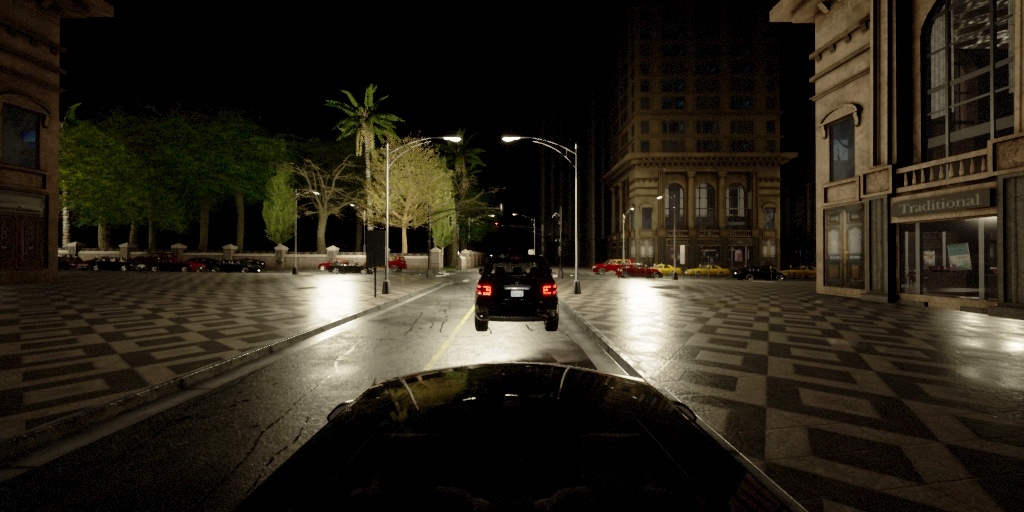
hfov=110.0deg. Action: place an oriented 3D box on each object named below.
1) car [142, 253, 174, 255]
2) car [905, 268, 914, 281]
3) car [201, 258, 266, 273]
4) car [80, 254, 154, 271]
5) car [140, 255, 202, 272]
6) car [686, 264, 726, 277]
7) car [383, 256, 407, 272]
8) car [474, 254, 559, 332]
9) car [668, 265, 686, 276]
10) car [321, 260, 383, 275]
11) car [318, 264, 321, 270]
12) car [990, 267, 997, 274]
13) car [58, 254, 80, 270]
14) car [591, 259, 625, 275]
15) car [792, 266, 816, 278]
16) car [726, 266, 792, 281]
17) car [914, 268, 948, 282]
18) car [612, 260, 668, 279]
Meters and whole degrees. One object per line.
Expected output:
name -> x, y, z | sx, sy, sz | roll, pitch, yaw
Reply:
car -> -42.535, 0.507, 42.313 | 5.009, 1.841, 2.192 | 0, 0, 0
car -> 34.055, 1.802, 33.457 | 4.313, 1.339, 1.948 | 0, 0, 0
car -> -25.989, 0.964, 33.716 | 4.313, 1.339, 1.948 | 0, 0, 0
car -> -37.037, 0.780, 33.764 | 4.403, 1.370, 2.007 | 0, 0, 0
car -> -31.514, 0.859, 33.740 | 4.507, 1.381, 1.888 | 0, 0, 0
car -> 22.833, 1.669, 42.031 | 4.829, 1.417, 1.751 | 0, 0, 0
car -> -14.916, 0.927, 42.194 | 5.009, 1.841, 2.192 | 0, 0, 0
car -> 0.115, 0.973, 11.061 | 2.150, 2.045, 5.566 | 0, 0, 0
car -> 17.293, 1.595, 42.055 | 4.829, 1.417, 1.751 | 0, 0, 0
car -> -14.941, 1.113, 33.669 | 4.403, 1.370, 2.007 | 0, 0, 0
car -> -20.440, 1.076, 42.218 | 4.507, 1.381, 1.888 | 0, 0, 0
car -> 45.137, 1.813, 33.409 | 4.097, 1.591, 1.967 | 0, 0, 0
car -> -42.561, 0.725, 33.788 | 4.207, 1.307, 1.802 | 0, 0, 0
car -> 11.922, 1.310, 42.078 | 5.009, 1.841, 2.192 | 0, 0, 0
car -> 33.914, 1.811, 41.983 | 4.829, 1.417, 1.751 | 0, 0, 0
car -> 22.976, 1.659, 33.505 | 4.313, 1.339, 1.948 | 0, 0, 0
car -> 39.596, 1.888, 33.433 | 4.207, 1.307, 1.802 | 0, 0, 0
car -> 11.896, 1.385, 33.553 | 4.097, 1.591, 1.967 | 0, 0, 0
